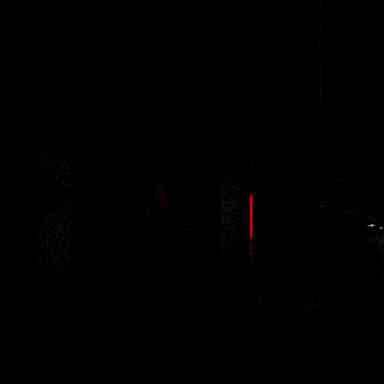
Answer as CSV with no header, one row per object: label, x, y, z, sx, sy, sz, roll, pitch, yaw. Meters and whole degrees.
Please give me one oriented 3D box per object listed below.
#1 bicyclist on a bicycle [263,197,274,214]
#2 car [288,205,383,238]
bicyclist on a bicycle,7.383,1.349,32.117,1.656,1.620,0.582,0,0,-36
car,7.587,1.505,17.955,1.837,1.490,4.892,-1,0,-41
